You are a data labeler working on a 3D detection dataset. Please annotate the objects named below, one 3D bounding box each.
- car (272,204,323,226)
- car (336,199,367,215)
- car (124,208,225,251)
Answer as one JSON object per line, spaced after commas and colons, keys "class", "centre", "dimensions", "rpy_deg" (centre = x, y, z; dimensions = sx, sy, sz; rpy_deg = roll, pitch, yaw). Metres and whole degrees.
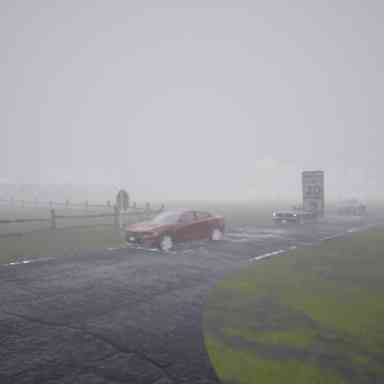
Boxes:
{"class": "car", "centre": [7.450, 1.557, 23.300], "dimensions": [1.895, 1.301, 4.718], "rpy_deg": [-1, -1, 42]}
{"class": "car", "centre": [15.600, 1.423, 32.416], "dimensions": [1.837, 1.490, 4.892], "rpy_deg": [-1, -1, 42]}
{"class": "car", "centre": [-0.588, 1.469, 14.295], "dimensions": [1.882, 1.535, 5.008], "rpy_deg": [-1, 0, 42]}
